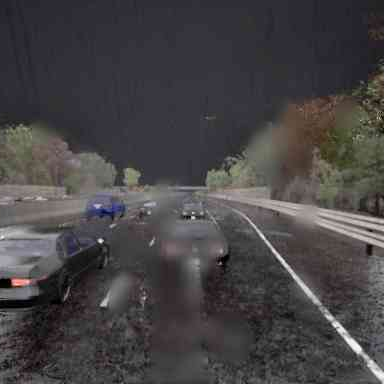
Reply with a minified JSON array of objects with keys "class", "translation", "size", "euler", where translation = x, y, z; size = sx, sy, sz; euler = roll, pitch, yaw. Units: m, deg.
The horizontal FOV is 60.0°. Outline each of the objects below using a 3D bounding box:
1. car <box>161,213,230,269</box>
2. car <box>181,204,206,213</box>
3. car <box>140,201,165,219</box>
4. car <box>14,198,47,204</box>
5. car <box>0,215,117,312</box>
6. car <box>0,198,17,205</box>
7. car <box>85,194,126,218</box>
[{"class":"car","translation":[0.092,1.588,11.085],"size":[1.895,1.301,4.718],"euler":[0,0,0]},{"class":"car","translation":[0.093,1.576,26.377],"size":[1.895,1.301,4.718],"euler":[0,0,0]},{"class":"car","translation":[-3.404,1.499,28.943],"size":[1.812,1.442,4.674],"euler":[0,0,0]},{"class":"car","translation":[-17.592,1.572,37.541],"size":[1.895,1.301,4.718],"euler":[0,0,0]},{"class":"car","translation":[-3.414,1.539,7.979],"size":[2.033,1.411,5.357],"euler":[0,0,0]},{"class":"car","translation":[-21.085,1.476,38.657],"size":[1.837,1.490,4.892],"euler":[0,0,0]},{"class":"car","translation":[-6.903,1.197,27.004],"size":[2.150,2.045,5.566],"euler":[0,0,0]}]
